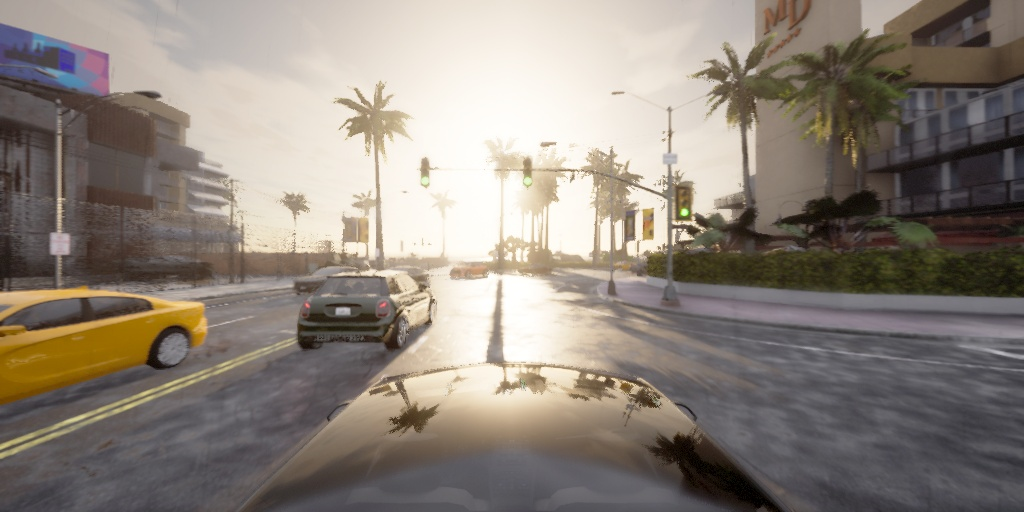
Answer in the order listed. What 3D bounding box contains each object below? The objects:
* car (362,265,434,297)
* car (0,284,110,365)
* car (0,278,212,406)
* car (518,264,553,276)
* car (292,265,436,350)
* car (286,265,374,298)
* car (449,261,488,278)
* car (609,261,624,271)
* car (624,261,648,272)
[{"bbox_3d":[-6.378,1.328,20.771,1.882,1.535,5.008,0,0,10],"label":"car"},{"bbox_3d":[-10.520,1.339,6.382,1.994,1.385,4.181,0,0,1],"label":"car"},{"bbox_3d":[-7.053,1.245,5.050,1.882,1.535,5.008,0,-1,1],"label":"car"},{"bbox_3d":[2.715,1.560,41.538,1.895,1.301,4.718,0,0,40],"label":"car"},{"bbox_3d":[-3.396,1.142,9.334,2.097,1.767,4.553,0,0,0],"label":"car"},{"bbox_3d":[-9.937,1.324,20.113,1.882,1.535,5.008,0,-1,8],"label":"car"},{"bbox_3d":[-4.430,1.286,36.916,2.097,1.767,4.553,0,0,30],"label":"car"},{"bbox_3d":[17.983,1.561,57.929,5.008,1.535,1.882,0,0,-27],"label":"car"},{"bbox_3d":[18.584,1.497,50.125,4.902,1.511,2.128,0,0,-28],"label":"car"}]
